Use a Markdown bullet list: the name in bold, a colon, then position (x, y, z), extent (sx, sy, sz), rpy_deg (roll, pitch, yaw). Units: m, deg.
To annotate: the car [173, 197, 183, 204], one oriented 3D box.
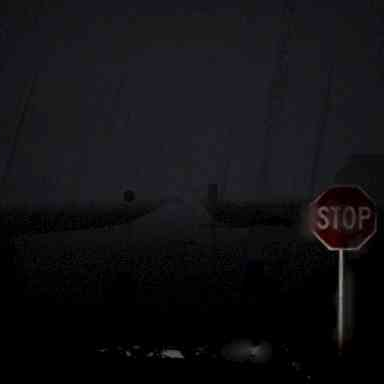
- **car**: position (-2.757, 1.605, 65.564), extent (2.033, 1.411, 5.357), rpy_deg (0, 0, 0)
